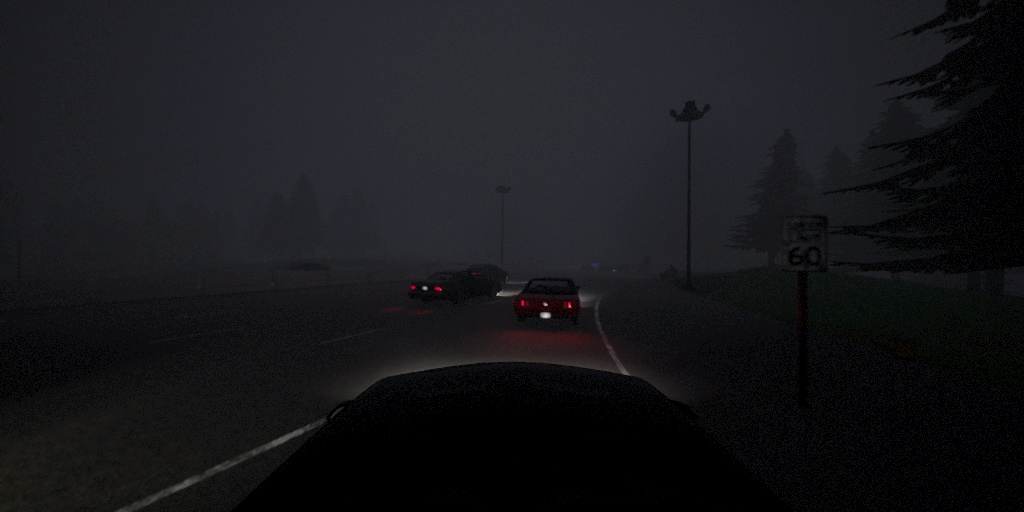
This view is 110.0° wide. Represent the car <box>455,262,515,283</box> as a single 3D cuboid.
[{"bbox_3d":[-1.795,1.338,25.950,1.837,1.490,4.892,0,0,25],"label":"car"}]

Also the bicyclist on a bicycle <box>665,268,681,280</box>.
[{"bbox_3d":[18.901,2.069,42.137,1.656,0.582,1.620,7,25,24],"label":"bicyclist on a bicycle"}]

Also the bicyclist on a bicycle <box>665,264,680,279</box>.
[{"bbox_3d":[18.394,1.798,41.236,1.656,1.620,0.582,4,1,25],"label":"bicyclist on a bicycle"}]

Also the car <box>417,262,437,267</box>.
[{"bbox_3d":[-12.285,1.600,53.726,1.837,1.490,4.892,0,-2,25],"label":"car"}]

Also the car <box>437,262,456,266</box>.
[{"bbox_3d":[-7.329,1.549,47.805,1.882,1.535,5.008,0,-1,25],"label":"car"}]

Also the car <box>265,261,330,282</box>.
[{"bbox_3d":[-16.551,1.221,27.868,1.837,1.490,4.892,0,-1,25],"label":"car"}]

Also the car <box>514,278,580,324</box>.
[{"bbox_3d":[1.371,1.395,12.288,1.895,1.301,4.718,0,0,11],"label":"car"}]

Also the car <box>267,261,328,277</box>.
[{"bbox_3d":[-20.901,1.231,35.141,1.837,1.490,4.892,0,-1,25],"label":"car"}]

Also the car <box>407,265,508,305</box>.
[{"bbox_3d":[-2.375,1.329,16.349,2.033,1.411,5.357,0,0,25],"label":"car"}]
